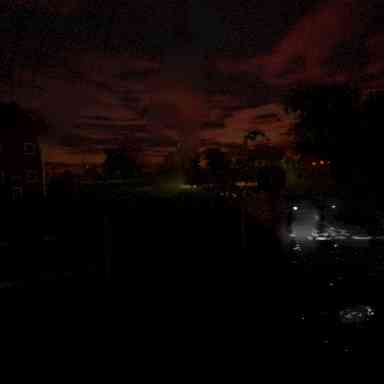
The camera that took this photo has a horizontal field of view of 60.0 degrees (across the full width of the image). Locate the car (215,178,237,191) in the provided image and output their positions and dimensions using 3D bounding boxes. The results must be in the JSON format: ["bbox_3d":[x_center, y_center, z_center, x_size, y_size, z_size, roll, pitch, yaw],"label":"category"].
[{"bbox_3d":[4.018,-0.957,40.364,2.033,1.411,5.357,-3,3,-4],"label":"car"}]

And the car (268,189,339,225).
[{"bbox_3d":[4.713,0.550,14.699,1.895,1.301,4.718,-2,3,2],"label":"car"}]
